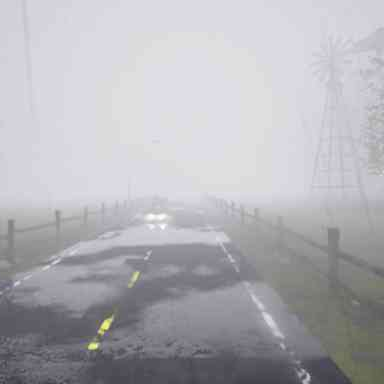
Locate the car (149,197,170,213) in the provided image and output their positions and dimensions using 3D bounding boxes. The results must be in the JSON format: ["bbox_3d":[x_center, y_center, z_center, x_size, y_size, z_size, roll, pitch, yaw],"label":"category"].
[{"bbox_3d":[-3.218,1.242,33.830,2.128,1.511,4.902,0,0,-1],"label":"car"}]
